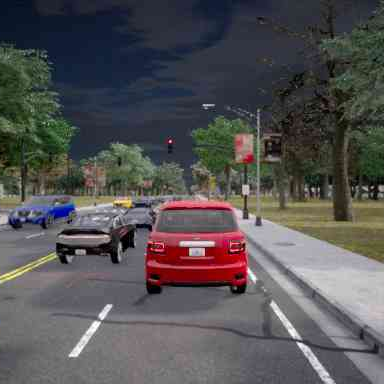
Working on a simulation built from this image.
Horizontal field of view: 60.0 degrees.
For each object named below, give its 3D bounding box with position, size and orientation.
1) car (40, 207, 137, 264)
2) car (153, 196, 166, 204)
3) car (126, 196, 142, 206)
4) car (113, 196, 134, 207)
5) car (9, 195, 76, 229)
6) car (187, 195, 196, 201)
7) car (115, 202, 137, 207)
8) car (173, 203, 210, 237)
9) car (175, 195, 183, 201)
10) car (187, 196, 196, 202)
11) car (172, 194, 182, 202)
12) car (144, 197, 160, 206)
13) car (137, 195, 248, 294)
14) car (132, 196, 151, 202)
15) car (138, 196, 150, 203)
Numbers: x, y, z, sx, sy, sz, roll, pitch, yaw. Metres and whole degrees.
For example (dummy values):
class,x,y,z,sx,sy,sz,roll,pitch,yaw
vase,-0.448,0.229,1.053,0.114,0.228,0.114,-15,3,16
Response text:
class,x,y,z,sx,sy,sz,roll,pitch,yaw
car,-3.162,1.494,11.857,2.128,1.511,4.902,0,0,0
car,-6.595,1.595,67.977,2.033,1.411,5.357,0,0,0
car,-9.902,1.538,56.773,1.837,1.490,4.892,0,0,0
car,-9.895,1.501,47.475,1.882,1.535,5.008,0,0,0
car,-9.482,1.228,21.696,2.150,2.045,5.566,0,0,3
car,-0.107,1.481,86.776,2.128,1.511,4.902,0,0,0
car,-3.175,1.571,20.520,1.994,1.385,4.181,0,0,0
car,-0.022,1.483,19.262,1.882,1.535,5.008,0,0,0
car,-3.357,1.551,86.803,1.895,1.301,4.718,0,0,0
car,-0.094,1.599,76.361,2.033,1.411,5.357,0,0,0
car,-3.344,1.415,76.744,2.097,1.767,4.553,0,0,0
car,-6.656,1.579,55.638,2.033,1.411,5.357,0,0,0
car,0.091,1.223,8.945,2.150,2.045,5.566,0,0,0
car,-6.654,1.623,46.031,1.895,1.301,4.718,0,0,0
car,-9.838,1.555,68.388,1.837,1.490,4.892,0,0,0
